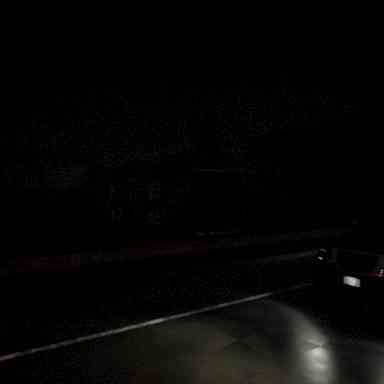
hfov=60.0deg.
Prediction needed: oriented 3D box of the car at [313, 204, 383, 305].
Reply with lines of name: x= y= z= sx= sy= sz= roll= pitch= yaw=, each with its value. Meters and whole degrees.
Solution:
car: x=5.124 y=1.222 z=7.365 sx=5.566 sy=2.045 sz=2.150 roll=0 pitch=0 yaw=-33
